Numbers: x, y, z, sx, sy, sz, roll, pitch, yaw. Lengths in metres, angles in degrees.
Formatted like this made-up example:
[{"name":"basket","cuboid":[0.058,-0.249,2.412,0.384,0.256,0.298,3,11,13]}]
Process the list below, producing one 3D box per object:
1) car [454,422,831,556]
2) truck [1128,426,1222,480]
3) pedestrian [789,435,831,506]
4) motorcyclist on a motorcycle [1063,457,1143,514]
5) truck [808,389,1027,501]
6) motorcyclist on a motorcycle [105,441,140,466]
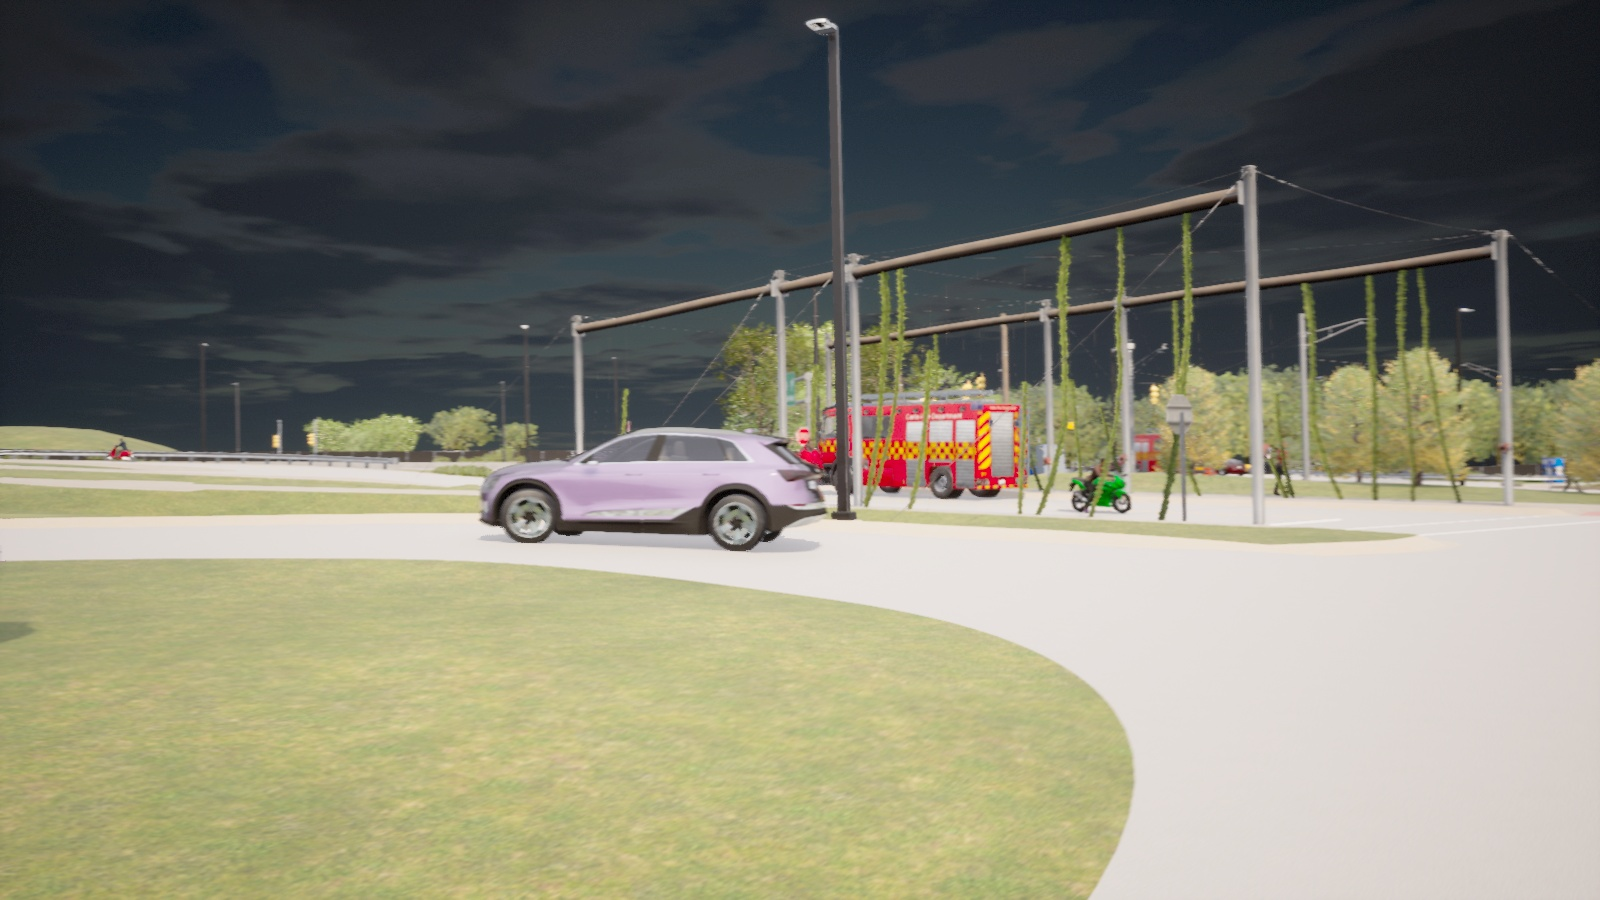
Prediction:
[{"name":"car","cuboid":[-2.124,0.506,17.662,4.856,1.649,2.033,1,0,9]},{"name":"truck","cuboid":[28.058,0.204,94.386,2.891,3.827,8.468,0,0,-14]},{"name":"pedestrian","cuboid":[0.268,0.546,33.135,0.634,1.844,0.899,-1,-1,-40]},{"name":"motorcyclist on a motorcycle","cuboid":[8.272,0.952,34.382,0.797,1.523,2.044,-1,0,-40]},{"name":"truck","cuboid":[4.194,-0.185,46.970,2.891,3.827,8.468,-1,0,-41]},{"name":"motorcyclist on a motorcycle","cuboid":[-44.937,0.212,83.263,1.817,1.590,0.866,1,0,3]}]
